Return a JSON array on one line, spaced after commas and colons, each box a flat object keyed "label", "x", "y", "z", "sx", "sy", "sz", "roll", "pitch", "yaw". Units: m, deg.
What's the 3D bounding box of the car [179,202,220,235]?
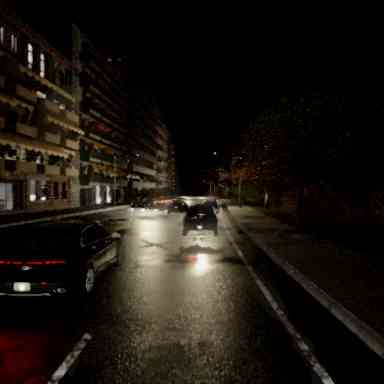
[{"label": "car", "x": 0.509, "y": 1.523, "z": 19.102, "sx": 1.837, "sy": 1.490, "sz": 4.892, "roll": 0, "pitch": 0, "yaw": 3}]

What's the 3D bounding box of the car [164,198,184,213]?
[{"label": "car", "x": -1.537, "y": 1.614, "z": 37.409, "sx": 1.994, "sy": 1.385, "sz": 4.181, "roll": 0, "pitch": 0, "yaw": 5}]

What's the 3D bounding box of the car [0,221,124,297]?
[{"label": "car", "x": -3.074, "y": 1.494, "z": 8.531, "sx": 1.837, "sy": 1.490, "sz": 4.892, "roll": 0, "pitch": 0, "yaw": 1}]

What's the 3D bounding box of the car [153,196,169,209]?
[{"label": "car", "x": -4.110, "y": 1.417, "z": 47.519, "sx": 2.097, "sy": 1.767, "sz": 4.553, "roll": 0, "pitch": 0, "yaw": 5}]

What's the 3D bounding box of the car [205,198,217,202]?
[{"label": "car", "x": 2.950, "y": 1.678, "z": 51.988, "sx": 1.994, "sy": 1.385, "sz": 4.181, "roll": 0, "pitch": 0, "yaw": 5}]

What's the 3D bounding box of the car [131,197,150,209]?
[{"label": "car", "x": -7.364, "y": 1.554, "z": 47.640, "sx": 1.837, "sy": 1.490, "sz": 4.892, "roll": 0, "pitch": 0, "yaw": 5}]
